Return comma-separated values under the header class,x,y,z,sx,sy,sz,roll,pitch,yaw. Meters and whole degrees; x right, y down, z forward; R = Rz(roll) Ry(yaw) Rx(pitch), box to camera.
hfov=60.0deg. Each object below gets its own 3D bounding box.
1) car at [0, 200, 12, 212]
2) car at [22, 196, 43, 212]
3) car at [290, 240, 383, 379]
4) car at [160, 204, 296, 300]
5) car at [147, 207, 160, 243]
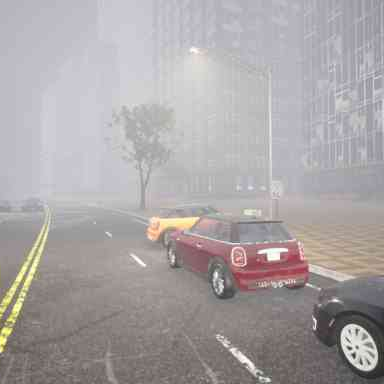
class,x,y,z,sx,sy,sz,roll,pitch,yaw
car,-21.773,1.602,38.030,1.994,1.385,4.181,0,0,-24
car,-18.816,1.393,39.379,2.097,1.767,4.553,0,0,-24
car,3.620,1.505,3.359,1.837,1.490,4.892,0,0,-35
car,0.887,1.355,8.831,2.097,1.767,4.553,0,0,-22
car,0.391,1.276,14.408,4.553,1.767,2.097,-3,1,-18
